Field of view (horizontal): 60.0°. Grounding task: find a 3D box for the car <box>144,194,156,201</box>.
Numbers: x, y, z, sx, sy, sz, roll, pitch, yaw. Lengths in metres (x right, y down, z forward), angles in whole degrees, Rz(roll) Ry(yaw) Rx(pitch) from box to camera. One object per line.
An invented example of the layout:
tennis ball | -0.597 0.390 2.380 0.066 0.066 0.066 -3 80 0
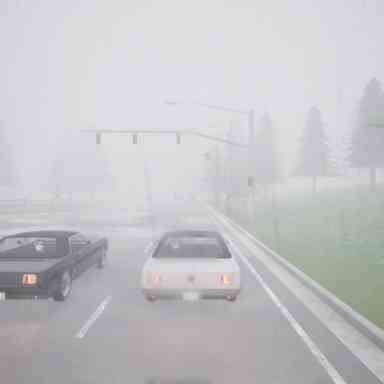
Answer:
car | -10.569 1.566 82.511 1.895 1.301 4.718 0 0 0

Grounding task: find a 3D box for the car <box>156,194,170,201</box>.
car | -7.069 1.496 82.067 2.128 1.511 4.902 0 0 0

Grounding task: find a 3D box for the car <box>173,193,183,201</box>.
car | -3.569 1.326 82.456 2.097 1.767 4.553 0 0 0

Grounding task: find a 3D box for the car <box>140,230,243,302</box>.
car | 0.006 1.599 8.236 1.895 1.301 4.718 0 0 0

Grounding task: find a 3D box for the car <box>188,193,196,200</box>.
car | -0.077 1.164 92.462 2.097 1.767 4.553 0 0 0

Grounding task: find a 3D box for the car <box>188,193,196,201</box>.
car | -0.069 1.496 82.073 2.128 1.511 4.902 0 0 0

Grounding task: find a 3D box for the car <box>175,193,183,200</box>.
car | -3.577 1.164 92.460 2.097 1.767 4.553 0 0 0

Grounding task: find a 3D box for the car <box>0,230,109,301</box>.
car | -3.494 1.599 8.233 1.895 1.301 4.718 0 0 0

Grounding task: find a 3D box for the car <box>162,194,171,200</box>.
car | -7.077 1.348 92.487 2.033 1.411 5.357 0 0 0

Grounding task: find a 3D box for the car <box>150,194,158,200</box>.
car | -10.577 1.333 92.484 1.812 1.442 4.674 0 0 0
